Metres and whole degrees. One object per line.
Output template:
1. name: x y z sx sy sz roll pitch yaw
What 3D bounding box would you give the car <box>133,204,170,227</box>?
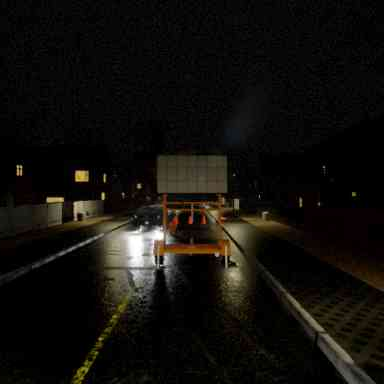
1. car: -2.827 1.643 23.101 1.895 1.301 4.718 0 0 0

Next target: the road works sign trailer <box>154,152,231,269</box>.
1. road works sign trailer: 0.011 0.473 11.114 2.380 3.560 2.880 0 0 0

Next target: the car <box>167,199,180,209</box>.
1. car: -2.702 1.744 48.417 1.994 1.385 4.181 0 0 0
